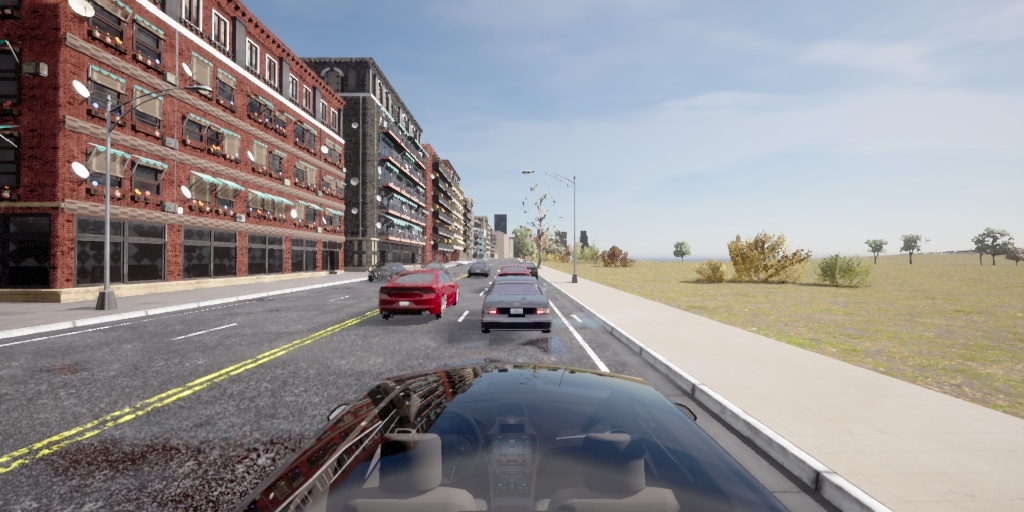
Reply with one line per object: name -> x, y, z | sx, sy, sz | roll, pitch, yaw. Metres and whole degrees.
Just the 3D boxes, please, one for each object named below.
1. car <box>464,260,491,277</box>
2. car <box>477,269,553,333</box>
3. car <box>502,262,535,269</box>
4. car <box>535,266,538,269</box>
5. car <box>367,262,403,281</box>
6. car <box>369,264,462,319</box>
car -> -3.106, 1.318, 34.736 | 1.994, 1.385, 4.181 | 0, 0, 0
car -> 0.110, 1.299, 10.669 | 2.033, 1.411, 5.357 | 0, 0, 0
car -> 0.128, 1.231, 21.209 | 1.882, 1.535, 5.008 | 0, 0, 0
car -> 1.175, 1.232, 30.648 | 1.882, 1.535, 5.008 | 0, 0, 0
car -> -9.816, 1.258, 28.515 | 1.837, 1.490, 4.892 | 0, 0, 0
car -> -3.138, 1.229, 12.912 | 1.882, 1.535, 5.008 | 0, 0, 0
